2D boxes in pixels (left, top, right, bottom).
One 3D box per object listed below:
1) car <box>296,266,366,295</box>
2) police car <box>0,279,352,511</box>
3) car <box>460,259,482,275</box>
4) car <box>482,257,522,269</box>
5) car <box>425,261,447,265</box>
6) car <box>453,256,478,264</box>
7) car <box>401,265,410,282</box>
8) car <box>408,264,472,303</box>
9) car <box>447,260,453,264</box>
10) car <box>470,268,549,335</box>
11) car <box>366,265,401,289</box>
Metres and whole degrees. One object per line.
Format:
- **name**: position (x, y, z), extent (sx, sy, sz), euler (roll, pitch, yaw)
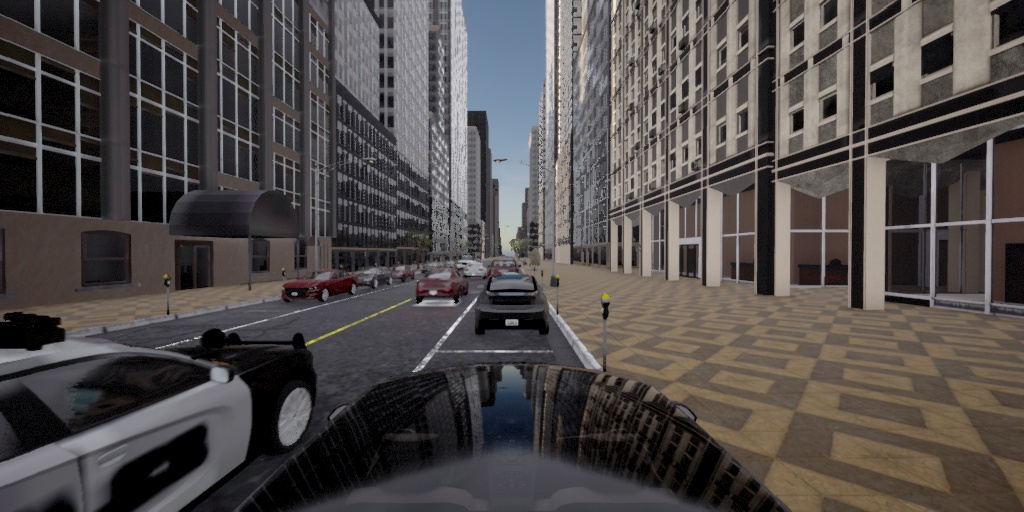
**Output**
- **car**: position (-8.837, 1.292, 16.839), extent (1.888, 1.381, 4.507), euler (0, 0, 0)
- **police car**: position (-3.146, 1.175, 2.178), extent (1.930, 1.638, 5.238), euler (0, 0, 0)
- **car**: position (-3.141, 1.270, 31.622), extent (1.812, 1.442, 4.674), euler (0, 0, 0)
- **car**: position (-0.457, 1.061, 22.523), extent (2.192, 1.841, 5.009), euler (0, 0, 0)
- **car**: position (-8.837, 1.293, 39.574), extent (2.007, 1.370, 4.403), euler (0, 0, 0)
- **car**: position (-6.147, 0.947, 48.921), extent (2.150, 2.045, 5.566), euler (0, 0, 0)
- **car**: position (-8.837, 1.327, 28.206), extent (1.802, 1.307, 4.207), euler (0, 0, 0)
- **car**: position (-3.140, 1.273, 16.625), extent (1.812, 1.442, 4.674), euler (0, 0, 0)
- **car**: position (-8.837, 1.291, 50.940), extent (2.007, 1.370, 4.403), euler (0, 0, 0)
- **car**: position (-0.001, 1.252, 10.501), extent (1.837, 1.490, 4.892), euler (0, 0, 0)
- **car**: position (-8.838, 1.297, 22.523), extent (2.007, 1.370, 4.403), euler (0, 0, 0)
